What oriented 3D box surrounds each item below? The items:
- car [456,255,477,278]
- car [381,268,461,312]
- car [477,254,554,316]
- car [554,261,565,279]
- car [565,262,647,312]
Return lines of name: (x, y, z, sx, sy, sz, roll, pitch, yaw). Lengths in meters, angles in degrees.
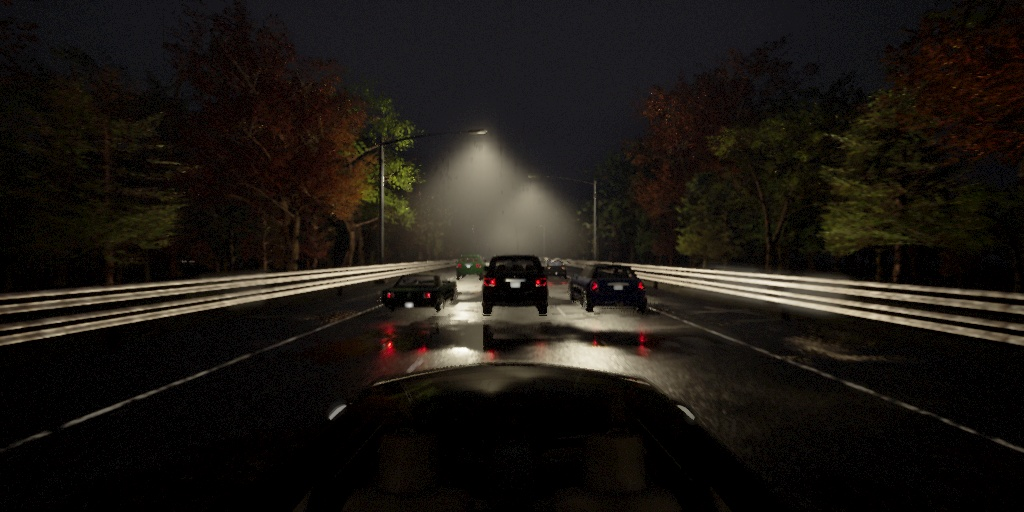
car: (-3.402, 0.929, 30.630, 2.150, 2.045, 5.566, 0, 0, 0)
car: (-3.401, 1.337, 14.114, 1.895, 1.301, 4.718, 0, 0, 0)
car: (0.102, 0.959, 13.493, 2.150, 2.045, 5.566, 0, 0, 0)
car: (3.599, 1.197, 31.369, 2.128, 1.511, 4.902, 0, 0, 0)
car: (3.601, 1.088, 14.246, 2.097, 1.767, 4.553, 0, 0, 0)
